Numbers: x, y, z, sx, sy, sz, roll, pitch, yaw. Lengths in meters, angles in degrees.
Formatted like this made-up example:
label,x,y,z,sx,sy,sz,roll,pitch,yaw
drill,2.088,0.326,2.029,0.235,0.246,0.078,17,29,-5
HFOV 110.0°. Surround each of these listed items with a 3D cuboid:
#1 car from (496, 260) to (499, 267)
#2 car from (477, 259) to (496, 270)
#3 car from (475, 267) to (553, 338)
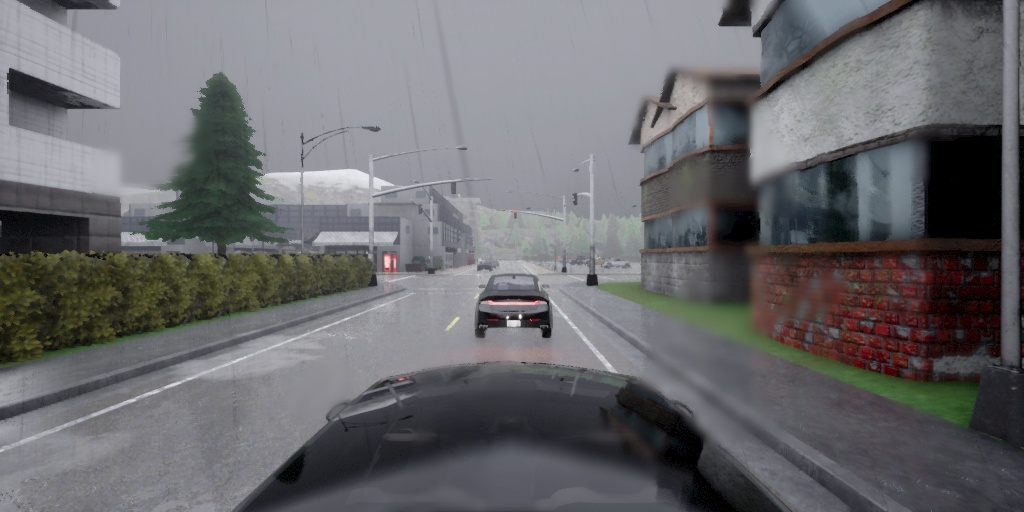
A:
label,x,y,z,sx,sy,sz,roll,pitch,yaw
car,-3.579,1.329,58.273,1.994,1.385,4.181,0,0,0
car,-3.591,1.363,48.247,1.895,1.301,4.718,0,0,0
car,0.055,1.244,10.161,2.128,1.511,4.902,0,0,0
